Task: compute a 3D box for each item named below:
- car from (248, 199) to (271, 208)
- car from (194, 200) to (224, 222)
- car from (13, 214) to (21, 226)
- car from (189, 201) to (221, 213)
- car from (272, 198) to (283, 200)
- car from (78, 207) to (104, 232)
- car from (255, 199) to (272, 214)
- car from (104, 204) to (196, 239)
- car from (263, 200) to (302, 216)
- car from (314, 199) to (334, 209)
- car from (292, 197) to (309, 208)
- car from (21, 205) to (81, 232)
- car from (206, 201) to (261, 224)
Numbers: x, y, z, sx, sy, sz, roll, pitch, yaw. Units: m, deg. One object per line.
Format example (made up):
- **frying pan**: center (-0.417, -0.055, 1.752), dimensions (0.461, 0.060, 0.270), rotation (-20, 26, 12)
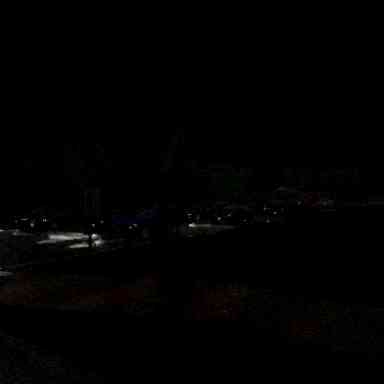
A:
- **car**: center (11.148, 1.884, 54.521), dimensions (1.895, 1.301, 4.718), rotation (-1, -1, 36)
- **car**: center (0.578, 1.706, 28.371), dimensions (1.837, 1.490, 4.892), rotation (-1, -1, 36)
- **car**: center (-10.675, 1.797, 24.836), dimensions (1.837, 1.490, 4.892), rotation (-1, -1, 36)
- **car**: center (1.654, 1.852, 41.689), dimensions (1.994, 1.385, 4.181), rotation (-1, -1, 36)
- **car**: center (12.796, 1.717, 50.887), dimensions (1.882, 1.535, 5.008), rotation (-1, -1, 37)
- **car**: center (-4.682, 1.767, 21.177), dimensions (1.994, 1.385, 4.181), rotation (-1, -1, 36)
- **car**: center (6.382, 1.746, 36.305), dimensions (2.033, 1.411, 5.357), rotation (-1, 0, 36)
- **car**: center (-2.162, 1.636, 18.689), dimensions (1.882, 1.535, 5.008), rotation (-1, -1, 36)
- **car**: center (9.505, 1.755, 34.642), dimensions (1.895, 1.301, 4.718), rotation (-1, -1, 36)
- **car**: center (18.899, 1.676, 47.361), dimensions (1.812, 1.442, 4.674), rotation (-1, -1, 37)
- **car**: center (15.518, 1.546, 48.686), dimensions (2.097, 1.767, 4.553), rotation (-1, 0, 37)
- **car**: center (-8.275, 1.739, 22.192), dimensions (2.128, 1.511, 4.902), rotation (-1, -1, 36)
- **car**: center (3.360, 1.682, 26.218), dimensions (1.812, 1.442, 4.674), rotation (-1, -1, 36)
